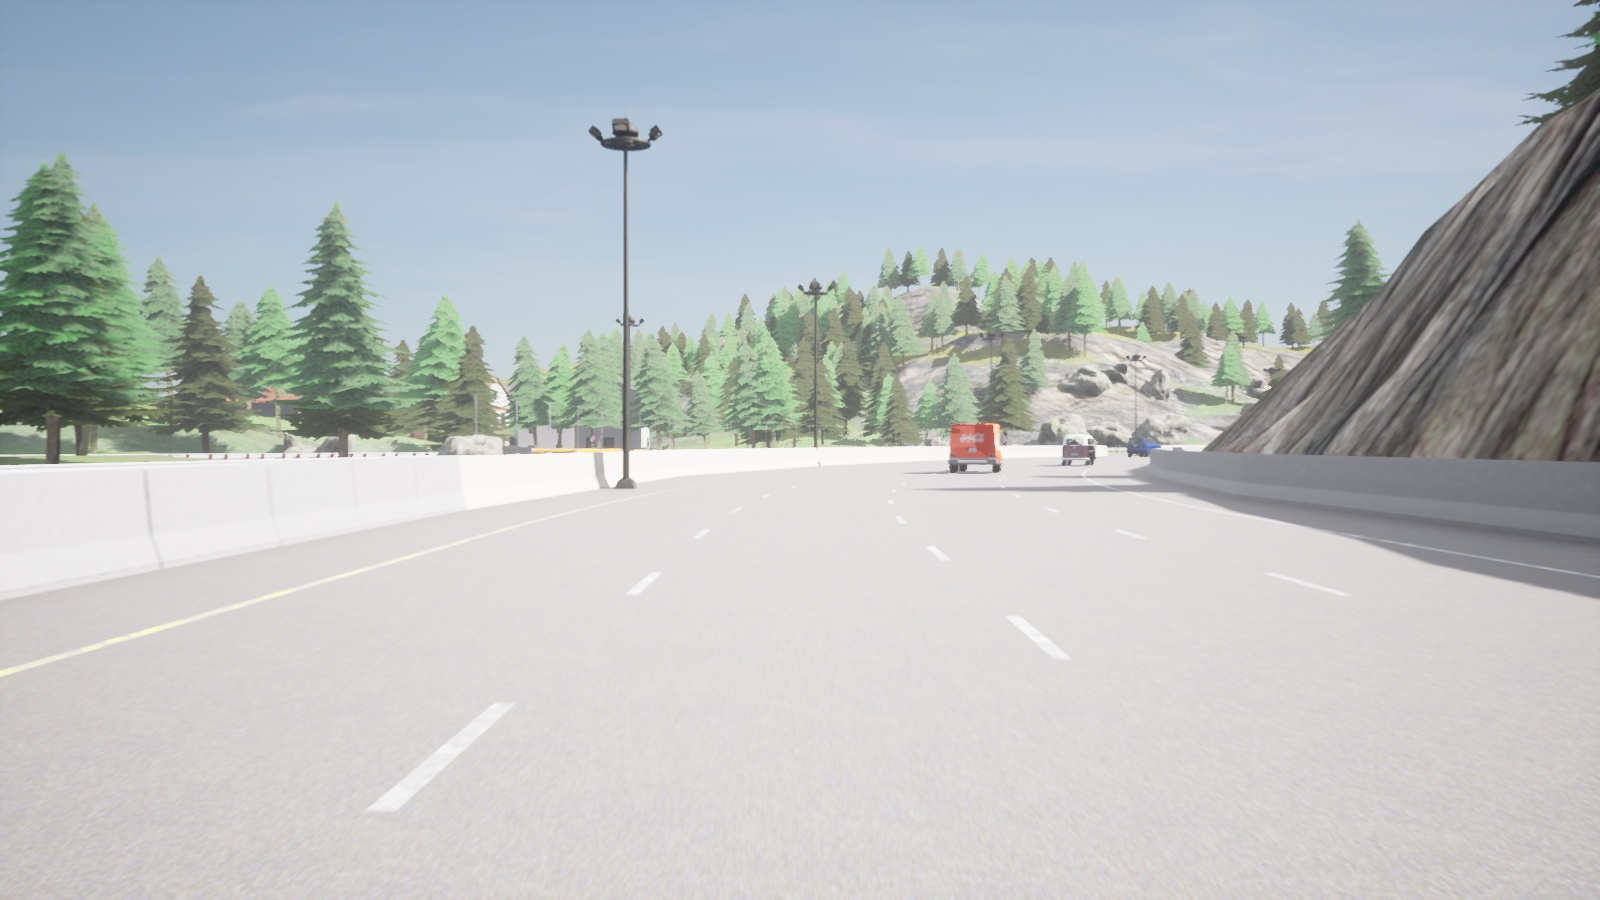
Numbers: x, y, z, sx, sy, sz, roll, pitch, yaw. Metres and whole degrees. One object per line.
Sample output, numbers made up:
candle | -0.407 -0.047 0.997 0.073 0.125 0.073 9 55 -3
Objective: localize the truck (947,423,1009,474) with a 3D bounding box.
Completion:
truck | 9.129 -0.090 63.989 2.627 2.467 5.204 0 0 14

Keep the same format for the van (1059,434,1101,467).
van | 18.320 0.027 82.037 2.069 2.038 4.480 0 0 20
